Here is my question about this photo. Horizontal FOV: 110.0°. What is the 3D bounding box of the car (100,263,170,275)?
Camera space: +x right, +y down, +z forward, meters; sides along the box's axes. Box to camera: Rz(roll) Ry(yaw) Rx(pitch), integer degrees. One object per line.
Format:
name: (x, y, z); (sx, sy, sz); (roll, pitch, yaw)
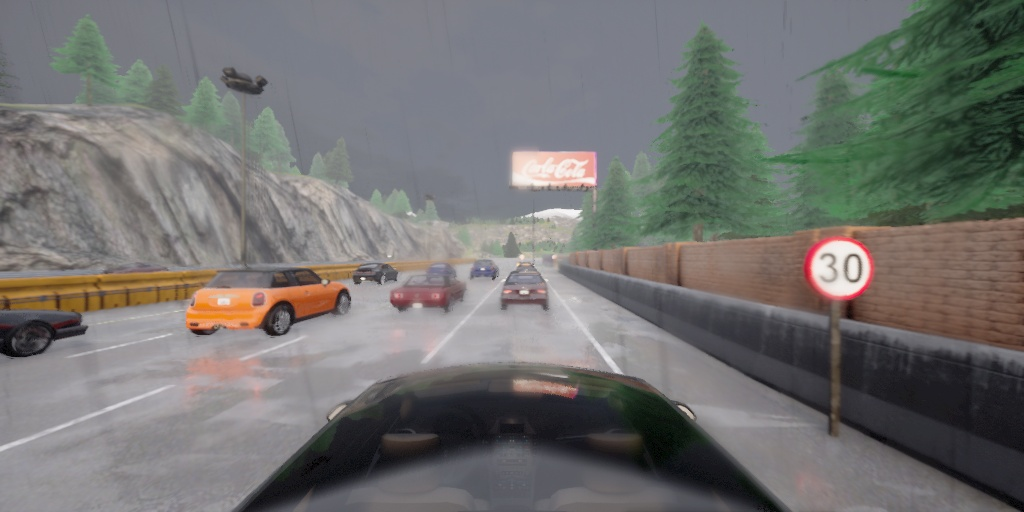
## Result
car: (-30.517, 1.229, 29.193); (1.994, 1.385, 4.181); (0, 0, 2)

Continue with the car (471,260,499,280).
car: (-2.299, 1.097, 31.426); (2.097, 1.767, 4.553); (0, 0, 2)

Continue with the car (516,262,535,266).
car: (1.365, 1.320, 35.500); (1.994, 1.385, 4.181); (0, 0, 2)

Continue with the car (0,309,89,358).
car: (-10.298, 1.268, 5.359); (2.033, 1.411, 5.357); (0, 0, 2)

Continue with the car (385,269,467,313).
car: (-2.997, 1.343, 13.955); (1.895, 1.301, 4.718); (0, 0, 2)

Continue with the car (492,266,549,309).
car: (0.537, 1.300, 14.874); (2.033, 1.411, 5.357); (0, 0, 2)

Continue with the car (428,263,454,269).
car: (-5.875, 1.260, 29.939); (1.812, 1.442, 4.674); (0, 0, 2)

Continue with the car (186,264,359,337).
car: (-6.604, 1.084, 10.431); (2.097, 1.767, 4.553); (0, 0, 2)

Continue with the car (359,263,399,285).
car: (-9.538, 1.229, 25.579); (1.837, 1.490, 4.892); (0, 0, 2)
